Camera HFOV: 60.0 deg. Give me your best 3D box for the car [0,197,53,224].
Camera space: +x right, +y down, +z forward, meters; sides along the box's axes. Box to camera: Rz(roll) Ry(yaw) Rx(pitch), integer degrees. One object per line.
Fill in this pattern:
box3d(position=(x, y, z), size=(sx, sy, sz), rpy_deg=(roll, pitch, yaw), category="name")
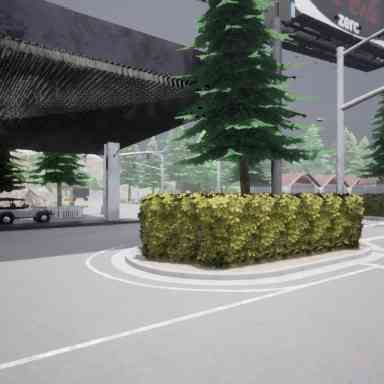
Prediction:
box3d(position=(-12.017, 1.313, 23.451), size=(3.866, 1.878, 1.905), rpy_deg=(0, 0, -36), category="car")
